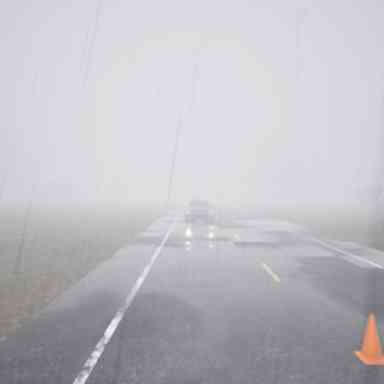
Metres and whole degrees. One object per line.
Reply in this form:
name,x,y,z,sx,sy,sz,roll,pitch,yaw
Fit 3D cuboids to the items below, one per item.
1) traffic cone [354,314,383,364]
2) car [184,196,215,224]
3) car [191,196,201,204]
traffic cone,2.443,1.963,4.520,0.340,0.580,0.340,0,0,0
car,0.545,1.328,24.406,2.097,1.767,4.553,0,0,0
car,0.760,1.511,63.489,1.994,1.385,4.181,0,0,0
